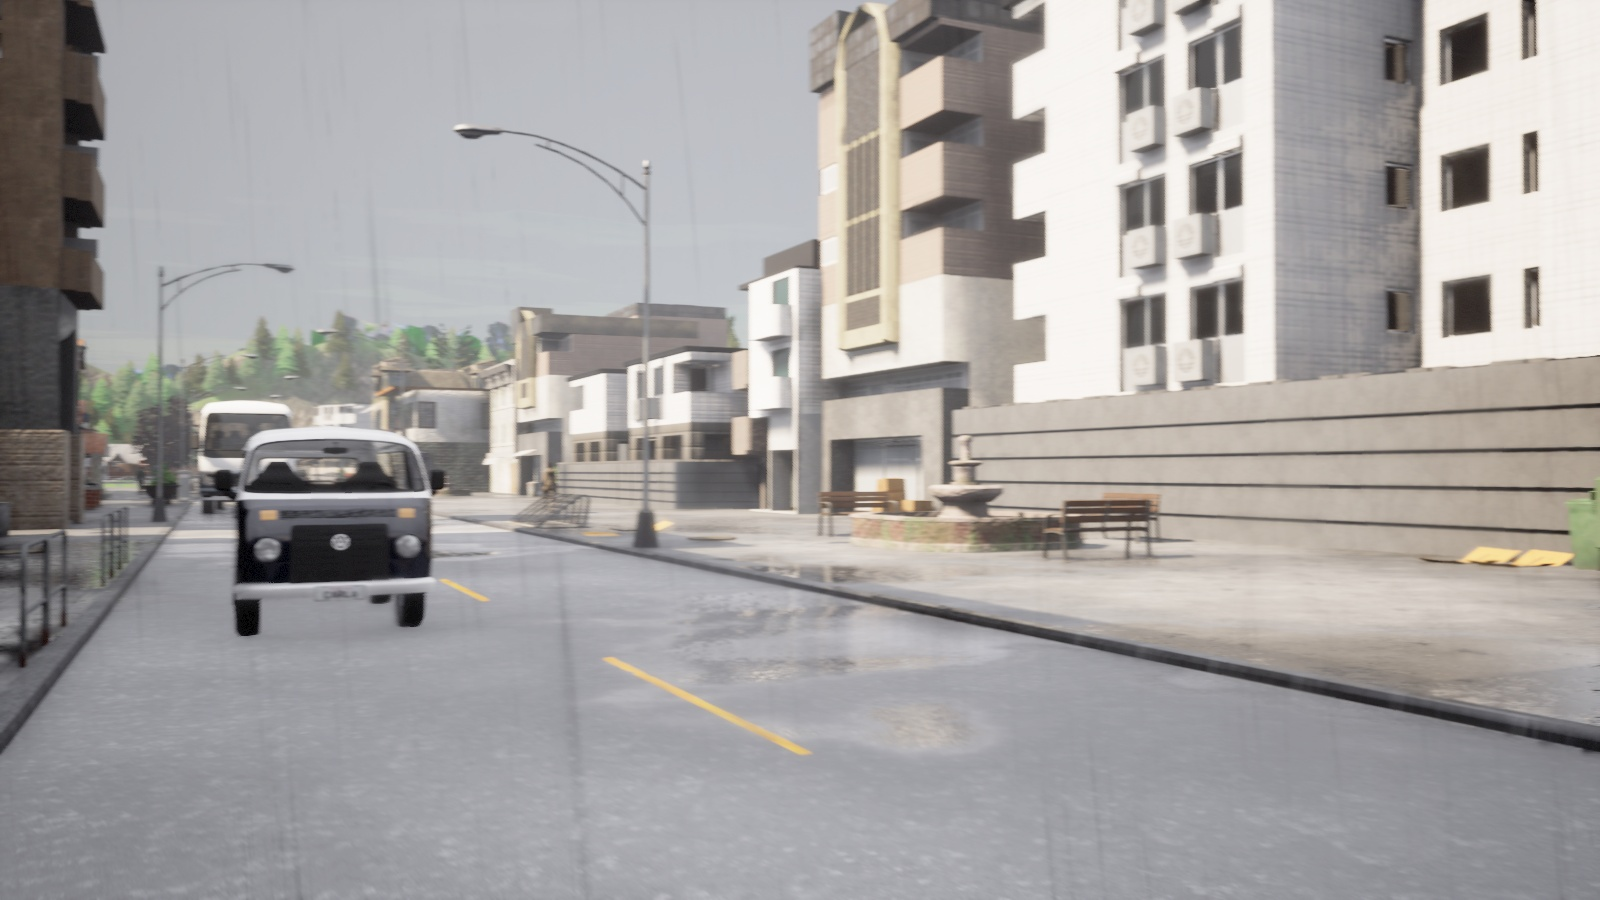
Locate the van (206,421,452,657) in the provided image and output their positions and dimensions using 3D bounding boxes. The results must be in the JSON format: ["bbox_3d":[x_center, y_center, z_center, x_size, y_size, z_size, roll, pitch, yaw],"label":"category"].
[{"bbox_3d":[-5.152,0.807,13.317,2.069,2.038,4.480,0,-1,-25],"label":"van"}]

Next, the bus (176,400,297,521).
[{"bbox_3d":[-22.235,0.464,49.380,3.944,4.253,10.273,0,-1,-25],"label":"bus"}]

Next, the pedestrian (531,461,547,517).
[{"bbox_3d":[-9.102,1.344,43.781,0.396,1.930,0.692,0,-1,-26],"label":"pedestrian"}]
